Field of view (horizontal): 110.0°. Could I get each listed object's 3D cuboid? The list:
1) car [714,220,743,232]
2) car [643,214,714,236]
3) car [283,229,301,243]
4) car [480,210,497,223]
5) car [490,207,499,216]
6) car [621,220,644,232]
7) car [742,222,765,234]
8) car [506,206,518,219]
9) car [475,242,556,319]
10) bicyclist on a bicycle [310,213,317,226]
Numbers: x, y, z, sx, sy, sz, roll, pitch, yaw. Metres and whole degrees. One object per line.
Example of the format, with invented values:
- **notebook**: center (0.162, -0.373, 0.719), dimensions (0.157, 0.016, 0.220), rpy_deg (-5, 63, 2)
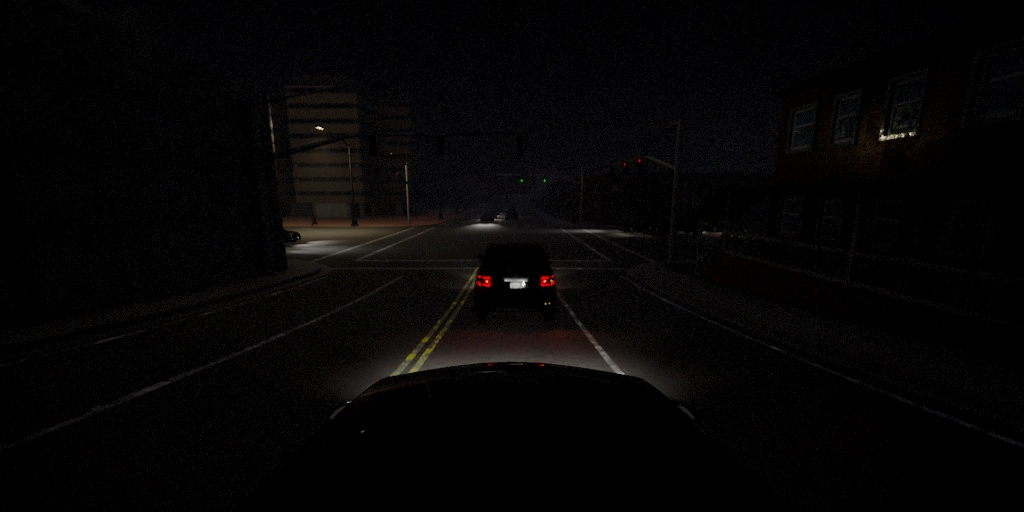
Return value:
- **car**: center (23.858, -3.490, 40.070), dimensions (4.674, 1.442, 1.812), rpy_deg (0, 9, 0)
- **car**: center (16.900, -3.211, 36.588), dimensions (5.566, 2.045, 2.150), rpy_deg (0, 10, 0)
- **car**: center (-20.087, -1.753, 29.569), dimensions (4.892, 1.490, 1.837), rpy_deg (0, 10, 0)
- **car**: center (-3.692, -5.781, 54.059), dimensions (1.895, 1.301, 4.718), rpy_deg (0, 10, 0)
- **car**: center (-3.683, -7.333, 62.809), dimensions (1.812, 1.442, 4.674), rpy_deg (0, 10, 0)
- **car**: center (14.779, -3.422, 40.116), dimensions (4.718, 1.301, 1.895), rpy_deg (0, 10, 0)
- **car**: center (26.695, -2.904, 36.618), dimensions (4.674, 1.442, 1.812), rpy_deg (0, 10, 0)
- **car**: center (-0.021, -7.370, 61.994), dimensions (2.097, 1.767, 4.553), rpy_deg (0, 10, 0)
- **car**: center (0.067, 0.569, 11.344), dimensions (2.150, 2.045, 5.566), rpy_deg (0, 5, -1)
- **bicyclist on a bicycle**: center (-25.348, -4.701, 45.804), dimensions (0.582, 1.620, 1.656), rpy_deg (0, 10, 0)
